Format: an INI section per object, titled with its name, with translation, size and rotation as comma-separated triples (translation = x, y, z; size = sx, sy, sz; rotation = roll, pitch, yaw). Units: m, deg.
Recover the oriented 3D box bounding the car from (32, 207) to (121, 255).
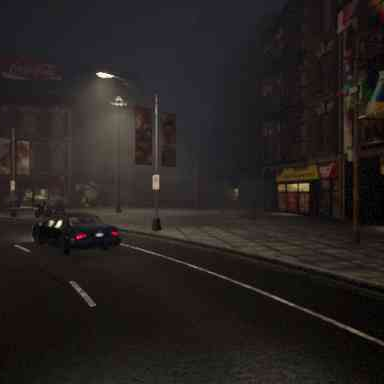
[car]
translation = -4.853, 1.547, 13.510
size = 2.033, 1.411, 5.357
rotation = 0, 0, -40
